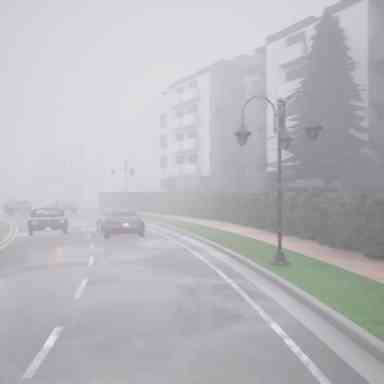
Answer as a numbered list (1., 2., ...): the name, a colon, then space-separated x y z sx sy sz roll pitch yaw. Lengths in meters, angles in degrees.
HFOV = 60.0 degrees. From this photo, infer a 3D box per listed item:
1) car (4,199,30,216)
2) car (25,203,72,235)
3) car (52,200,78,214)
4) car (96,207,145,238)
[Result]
1. car: -16.149 1.364 30.909 2.128 1.511 4.902 -1 0 -36
2. car: -8.026 1.518 18.464 1.895 1.301 4.718 0 0 -25
3. car: -12.591 1.451 32.026 1.895 1.301 4.718 -1 0 -36
4. car: -3.760 1.470 17.178 1.994 1.385 4.181 0 0 -21
